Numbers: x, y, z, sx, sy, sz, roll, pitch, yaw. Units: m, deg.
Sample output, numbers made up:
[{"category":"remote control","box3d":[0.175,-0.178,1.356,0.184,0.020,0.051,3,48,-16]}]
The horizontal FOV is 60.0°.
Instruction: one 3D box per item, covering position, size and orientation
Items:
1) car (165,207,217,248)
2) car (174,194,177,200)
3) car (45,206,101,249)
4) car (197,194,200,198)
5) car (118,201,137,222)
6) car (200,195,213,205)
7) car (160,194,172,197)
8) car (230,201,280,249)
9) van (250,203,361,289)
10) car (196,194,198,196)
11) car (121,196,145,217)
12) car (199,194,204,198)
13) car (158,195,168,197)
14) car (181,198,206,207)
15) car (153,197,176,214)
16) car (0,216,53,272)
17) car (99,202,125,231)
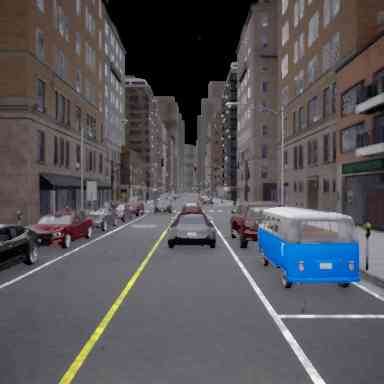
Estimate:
[{"category":"car","box3d":[0.000,1.572,14.651,1.994,1.385,4.181,0,0,0]},{"category":"car","box3d":[-5.677,1.642,86.050,2.008,1.369,4.403,-1,0,0]},{"category":"car","box3d":[-5.675,1.543,14.478,1.887,1.381,4.507,-1,0,0]},{"category":"car","box3d":[2.849,1.623,80.507,1.887,1.381,4.507,-1,0,0]},{"category":"car","box3d":[-5.675,1.585,25.644,1.802,1.307,4.206,-1,0,0]},{"category":"car","box3d":[2.849,1.619,58.254,1.802,1.307,4.206,-1,0,0]},{"category":"car","box3d":[-5.679,1.361,63.792,2.192,1.841,5.009,-1,0,0]},{"category":"car","box3d":[2.847,1.313,14.501,2.192,1.841,5.009,-1,0,0]},{"category":"van","box3d":[2.847,1.339,8.916,1.690,1.788,3.998,-1,0,0]},{"category":"car","box3d":[2.847,1.532,86.071,1.967,1.590,4.097,-1,0,0]},{"category":"car","box3d":[-5.678,1.321,31.227,2.192,1.841,5.009,-1,0,0]},{"category":"car","box3d":[2.848,1.571,63.988,1.752,1.417,4.829,-1,0,0]},{"category":"car","box3d":[-5.676,1.619,58.227,1.802,1.307,4.206,-1,0,0]},{"category":"car","box3d":[0.001,1.539,29.653,1.812,1.442,4.674,0,0,0]},{"category":"car","box3d":[-3.000,1.571,35.653,1.837,1.490,4.892,0,0,0]},{"category":"car","box3d":[-5.675,1.563,8.895,1.947,1.339,4.313,-1,0,0]},{"category":"car","box3d":[-5.676,1.551,20.061,2.008,1.369,4.403,-1,0,0]}]
